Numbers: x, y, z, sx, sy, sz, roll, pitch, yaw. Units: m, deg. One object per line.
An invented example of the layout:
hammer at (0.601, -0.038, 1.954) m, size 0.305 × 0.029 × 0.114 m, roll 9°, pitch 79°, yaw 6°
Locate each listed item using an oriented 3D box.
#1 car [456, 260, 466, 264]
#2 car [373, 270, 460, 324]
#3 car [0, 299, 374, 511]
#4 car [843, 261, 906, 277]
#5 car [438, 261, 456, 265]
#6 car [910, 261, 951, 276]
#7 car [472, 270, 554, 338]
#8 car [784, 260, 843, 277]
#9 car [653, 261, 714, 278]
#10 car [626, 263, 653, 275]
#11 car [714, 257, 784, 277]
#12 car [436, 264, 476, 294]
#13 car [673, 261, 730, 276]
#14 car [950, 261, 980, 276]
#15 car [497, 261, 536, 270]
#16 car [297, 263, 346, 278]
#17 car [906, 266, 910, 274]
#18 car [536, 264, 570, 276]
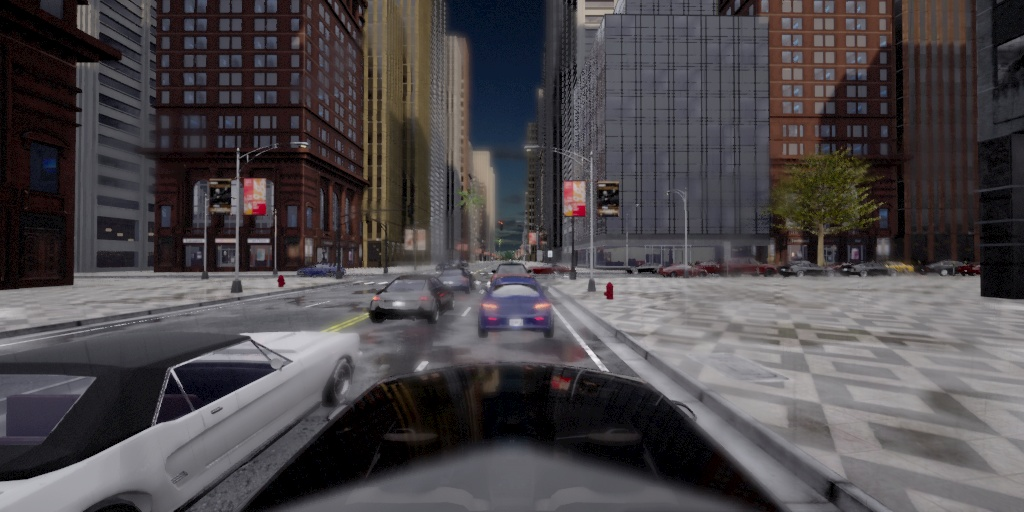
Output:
car at (-9.893, 1.543, 63.103) m, size 2.128 × 1.511 × 4.902 m, roll 0°, pitch 0°, yaw 0°
car at (-3.164, 1.326, 12.085) m, size 1.994 × 1.385 × 4.181 m, roll 0°, pitch 0°, yaw 0°
car at (-3.155, 1.351, 3.262) m, size 1.895 × 1.301 × 4.718 m, roll 0°, pitch 0°, yaw 0°
car at (32.192, 1.257, 32.412) m, size 4.313 × 1.339 × 1.948 m, roll 0°, pitch 0°, yaw -1°
car at (-9.904, 1.543, 52.818) m, size 1.994 × 1.385 × 4.181 m, roll 0°, pitch 0°, yaw 0°
car at (42.758, 1.203, 35.215) m, size 4.892 × 1.490 × 1.837 m, roll 0°, pitch -1°, yaw -1°
car at (0.094, 1.284, 10.095) m, size 1.812 × 1.442 × 4.674 m, roll 0°, pitch 0°, yaw 0°
car at (26.555, 1.273, 32.318) m, size 4.313 × 1.339 × 1.948 m, roll 0°, pitch 0°, yaw -1°
car at (15.279, 1.325, 32.129) m, size 4.207 × 1.307 × 1.802 m, roll 0°, pitch 0°, yaw -1°
car at (15.138, 1.410, 40.652) m, size 4.313 × 1.339 × 1.948 m, roll 0°, pitch 0°, yaw -1°
car at (20.918, 1.039, 32.224) m, size 5.009 × 1.841 × 2.192 m, roll 0°, pitch 0°, yaw -1°
car at (-3.174, 1.352, 20.473) m, size 1.994 × 1.385 × 4.181 m, roll 0°, pitch 0°, yaw 0°
car at (20.000, 1.273, 37.983) m, size 5.008 × 1.535 × 1.882 m, roll 0°, pitch -1°, yaw -1°
car at (43.467, 1.211, 32.602) m, size 4.507 × 1.381 × 1.888 m, roll 0°, pitch 0°, yaw -1°
car at (-0.021, 1.135, 19.080) m, size 2.097 × 1.767 × 4.553 m, roll 0°, pitch 0°, yaw 0°
car at (-19.797, 1.477, 37.324) m, size 4.674 × 1.442 × 1.812 m, roll 0°, pitch -1°, yaw 0°
car at (43.161, 1.292, 41.122) m, size 4.829 × 1.417 × 1.751 m, roll 0°, pitch 0°, yaw -1°
car at (3.793, 1.471, 39.192) m, size 4.718 × 1.301 × 1.895 m, roll 0°, pitch -1°, yaw 21°
